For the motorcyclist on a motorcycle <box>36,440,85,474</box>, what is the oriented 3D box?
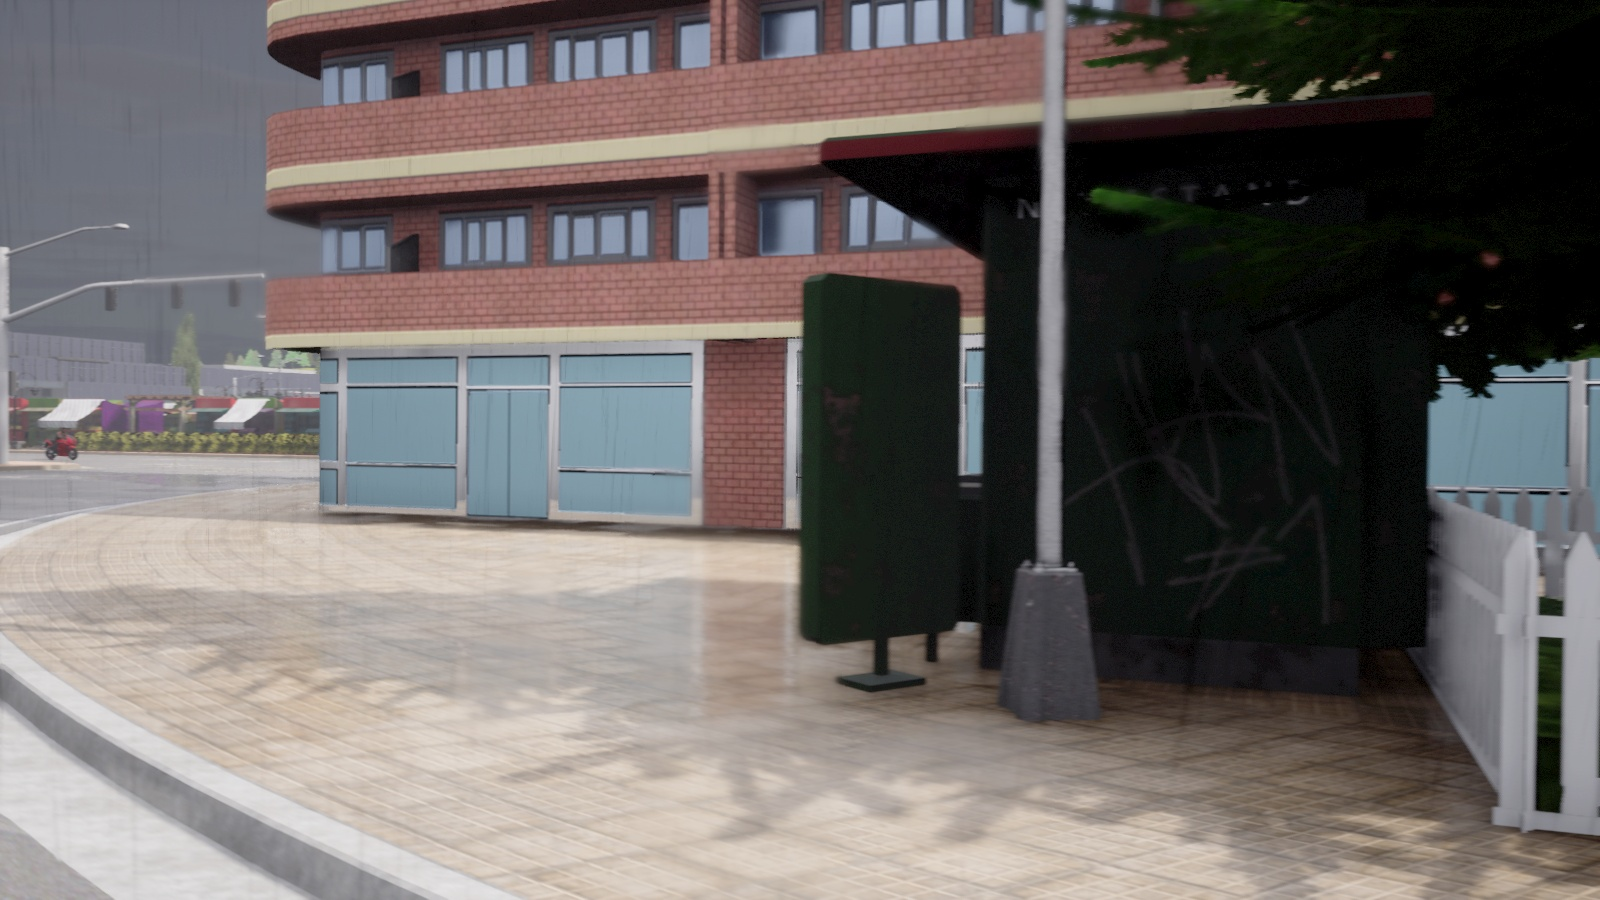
[{"bbox_3d":[-33.746,0.325,57.293,2.044,1.523,0.797,0,1,21],"label":"motorcyclist on a motorcycle"}]
